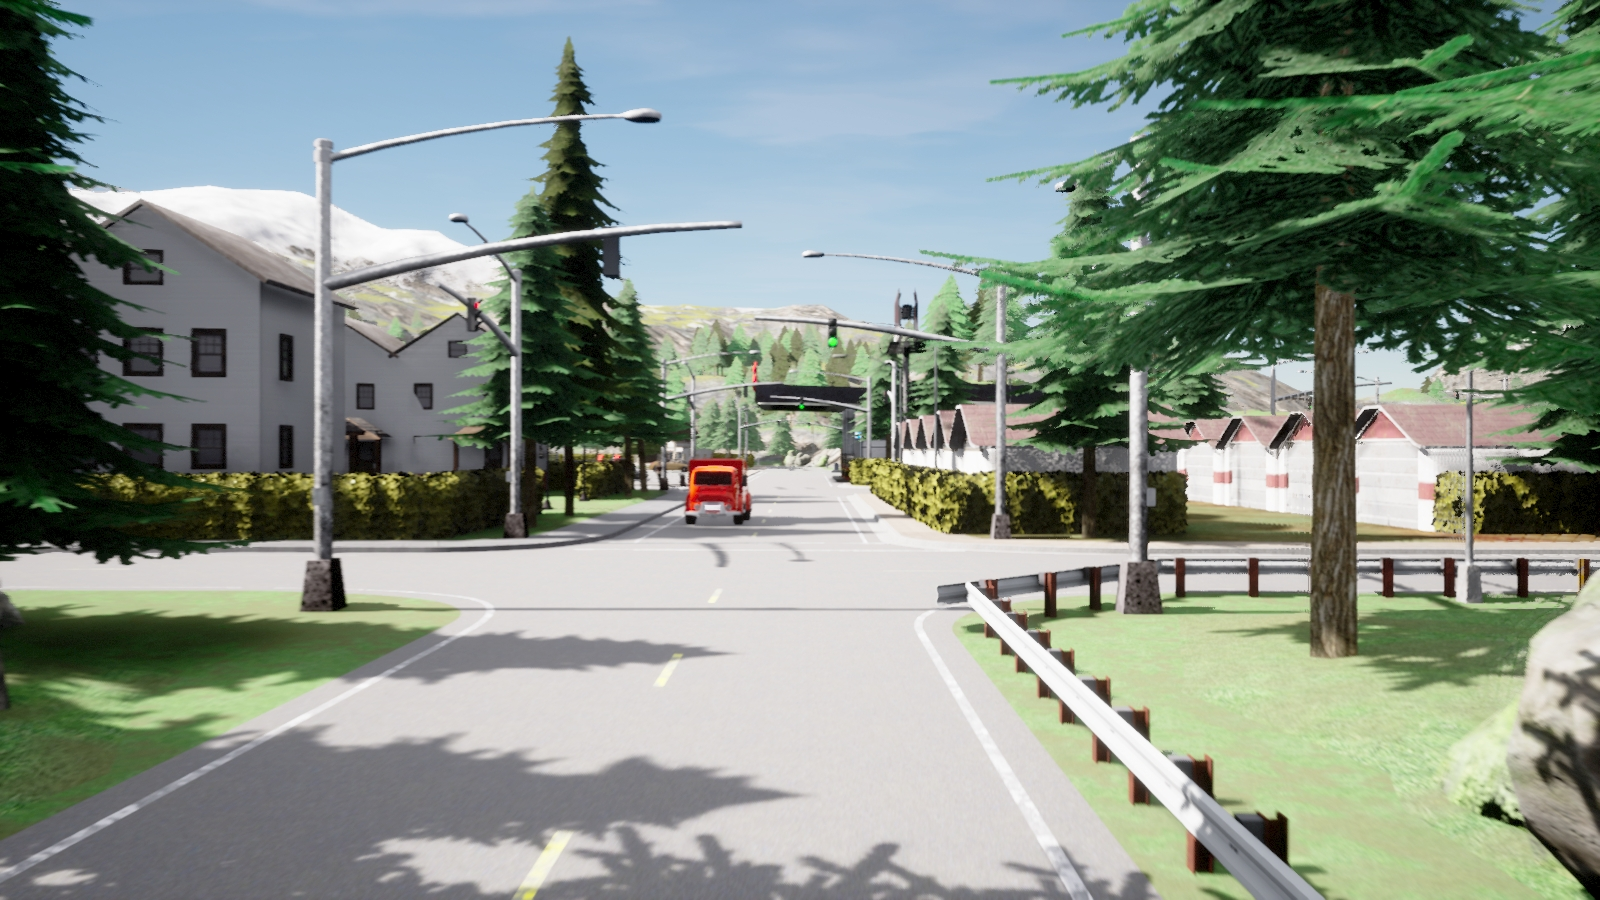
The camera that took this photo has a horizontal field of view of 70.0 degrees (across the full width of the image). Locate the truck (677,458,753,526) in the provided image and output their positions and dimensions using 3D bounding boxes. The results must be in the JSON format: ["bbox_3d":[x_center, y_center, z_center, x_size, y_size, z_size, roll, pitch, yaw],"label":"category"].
[{"bbox_3d":[-3.211,1.561,44.356,2.627,2.467,5.204,0,0,0],"label":"truck"}]

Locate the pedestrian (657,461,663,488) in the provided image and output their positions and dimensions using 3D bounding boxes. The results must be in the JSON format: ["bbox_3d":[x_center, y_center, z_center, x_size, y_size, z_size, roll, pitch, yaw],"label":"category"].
[{"bbox_3d":[-9.471,1.646,77.335,0.375,1.860,0.375,0,0,-16],"label":"pedestrian"}]
